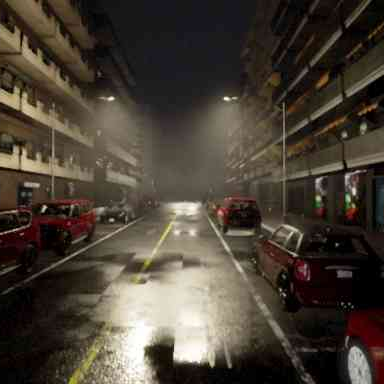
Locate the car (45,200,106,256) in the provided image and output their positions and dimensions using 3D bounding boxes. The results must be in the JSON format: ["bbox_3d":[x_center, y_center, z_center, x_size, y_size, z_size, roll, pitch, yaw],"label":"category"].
[{"bbox_3d":[-5.296,1.258,13.153,2.192,1.841,5.009,1,0,0],"label":"car"}]

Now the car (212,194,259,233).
[{"bbox_3d":[2.548,1.236,18.628,2.192,1.841,5.009,1,0,0],"label":"car"}]

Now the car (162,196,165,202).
[{"bbox_3d":[-5.315,1.385,46.338,1.887,1.381,4.507,1,0,0],"label":"car"}]

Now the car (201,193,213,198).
[{"bbox_3d":[2.534,1.146,51.817,2.192,1.841,5.009,1,0,0],"label":"car"}]

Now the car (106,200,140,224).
[{"bbox_3d":[-5.307,1.467,24.217,1.947,1.339,4.313,1,0,0],"label":"car"}]

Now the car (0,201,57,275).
[{"bbox_3d":[-5.294,1.281,7.624,2.192,1.841,5.009,1,0,0],"label":"car"}]

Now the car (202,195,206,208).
[{"bbox_3d":[2.533,1.435,40.755,1.802,1.307,4.206,1,0,0],"label":"car"}]

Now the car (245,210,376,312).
[{"bbox_3d":[2.591,1.407,7.567,1.967,1.590,4.097,1,0,0],"label":"car"}]

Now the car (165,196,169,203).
[{"bbox_3d":[-5.323,1.398,62.932,1.802,1.307,4.206,1,0,0],"label":"car"}]

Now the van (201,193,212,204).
[{"bbox_3d":[2.531,1.164,57.349,1.690,1.788,3.998,1,0,0],"label":"van"}]

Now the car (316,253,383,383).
[{"bbox_3d":[2.583,1.535,2.035,1.887,1.381,4.507,1,0,0],"label":"car"}]

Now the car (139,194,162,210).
[{"bbox_3d":[-5.308,1.168,40.806,2.192,1.841,5.009,1,0,0],"label":"car"}]

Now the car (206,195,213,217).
[{"bbox_3d":[2.540,1.324,29.692,1.967,1.590,4.097,1,0,0],"label":"car"}]
